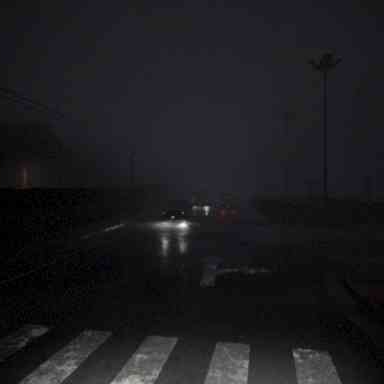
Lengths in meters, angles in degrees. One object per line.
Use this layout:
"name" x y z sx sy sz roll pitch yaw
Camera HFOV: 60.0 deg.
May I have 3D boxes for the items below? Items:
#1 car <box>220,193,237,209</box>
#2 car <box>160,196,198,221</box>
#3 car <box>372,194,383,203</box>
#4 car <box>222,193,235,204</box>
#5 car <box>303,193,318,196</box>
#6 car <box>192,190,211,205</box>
"car" 4.165 1.163 37.984 1.895 1.301 4.718 0 1 7
"car" -0.998 1.286 25.046 2.033 1.411 5.357 0 1 6
"car" 27.299 0.856 46.241 3.905 1.438 1.784 0 1 6
"car" 5.607 0.915 50.620 1.837 1.490 4.892 0 1 7
"car" 18.951 0.814 54.653 1.812 1.442 4.674 0 1 -35
"car" 1.355 0.760 44.987 2.150 2.045 5.566 0 1 6
